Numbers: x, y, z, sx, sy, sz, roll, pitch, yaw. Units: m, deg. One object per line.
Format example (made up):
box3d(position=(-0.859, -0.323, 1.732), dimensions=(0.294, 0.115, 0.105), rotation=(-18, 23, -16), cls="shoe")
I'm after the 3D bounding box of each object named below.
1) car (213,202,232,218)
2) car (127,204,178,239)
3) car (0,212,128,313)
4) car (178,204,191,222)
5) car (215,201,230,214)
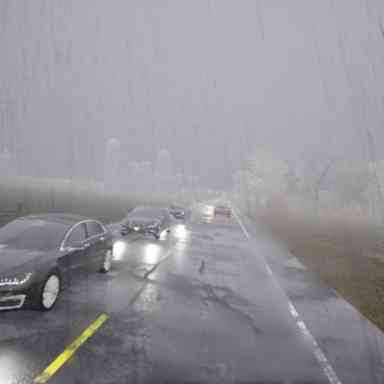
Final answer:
box3d(position=(3.450, 2.039, 37.939), dimensions=(2.128, 1.511, 4.902), rotation=(5, 0, 6), cls="car")
box3d(position=(-2.202, 1.430, 17.182), dimensions=(1.837, 1.490, 4.892), rotation=(5, 0, 6), cls="car")
box3d(position=(-3.157, 1.283, 7.341), dimensions=(1.837, 1.490, 4.892), rotation=(5, 0, 6), cls="car")
box3d(position=(-1.213, 1.678, 27.400), dimensions=(1.895, 1.301, 4.718), rotation=(5, 0, 6), cls="car")
box3d(position=(4.425, 2.178, 48.310), dimensions=(1.882, 1.535, 5.008), rotation=(5, 0, 6), cls="car")
